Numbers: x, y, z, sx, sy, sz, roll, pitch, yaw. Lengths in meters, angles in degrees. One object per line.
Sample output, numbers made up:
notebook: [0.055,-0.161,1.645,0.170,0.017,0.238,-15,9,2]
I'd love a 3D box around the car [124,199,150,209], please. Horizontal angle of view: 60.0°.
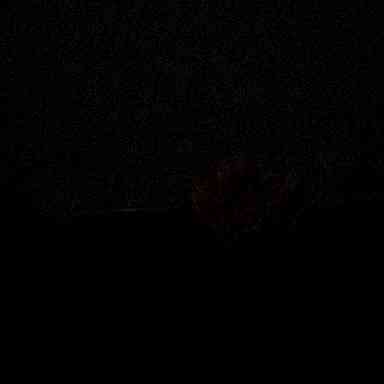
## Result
car: [-9.053,1.995,54.792,1.837,1.490,4.892,-1,-1,36]

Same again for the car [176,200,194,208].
car: [-0.644,2.078,60.219,2.033,1.411,5.357,-1,-1,36]
